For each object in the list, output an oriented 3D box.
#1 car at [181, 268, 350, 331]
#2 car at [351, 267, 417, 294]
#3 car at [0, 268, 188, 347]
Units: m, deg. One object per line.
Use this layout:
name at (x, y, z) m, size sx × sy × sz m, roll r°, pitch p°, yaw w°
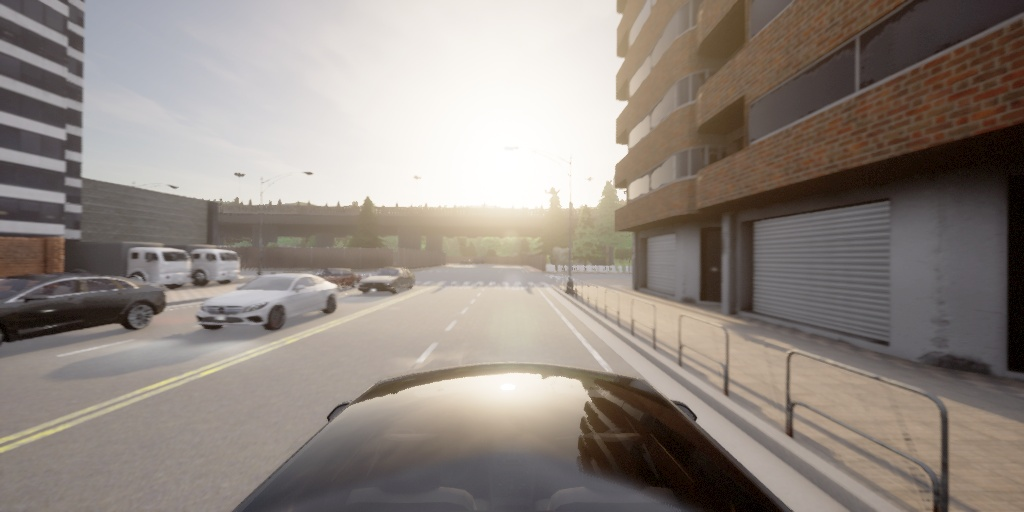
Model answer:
car at (-7.091, 1.259, 11.069) m, size 1.812 × 1.442 × 4.674 m, roll 1°, pitch 0°, yaw 0°
car at (-7.028, 1.374, 20.863) m, size 2.033 × 1.411 × 5.357 m, roll 1°, pitch 0°, yaw 0°
car at (-10.594, 1.167, 7.995) m, size 2.128 × 1.511 × 4.902 m, roll 1°, pitch 0°, yaw 0°
